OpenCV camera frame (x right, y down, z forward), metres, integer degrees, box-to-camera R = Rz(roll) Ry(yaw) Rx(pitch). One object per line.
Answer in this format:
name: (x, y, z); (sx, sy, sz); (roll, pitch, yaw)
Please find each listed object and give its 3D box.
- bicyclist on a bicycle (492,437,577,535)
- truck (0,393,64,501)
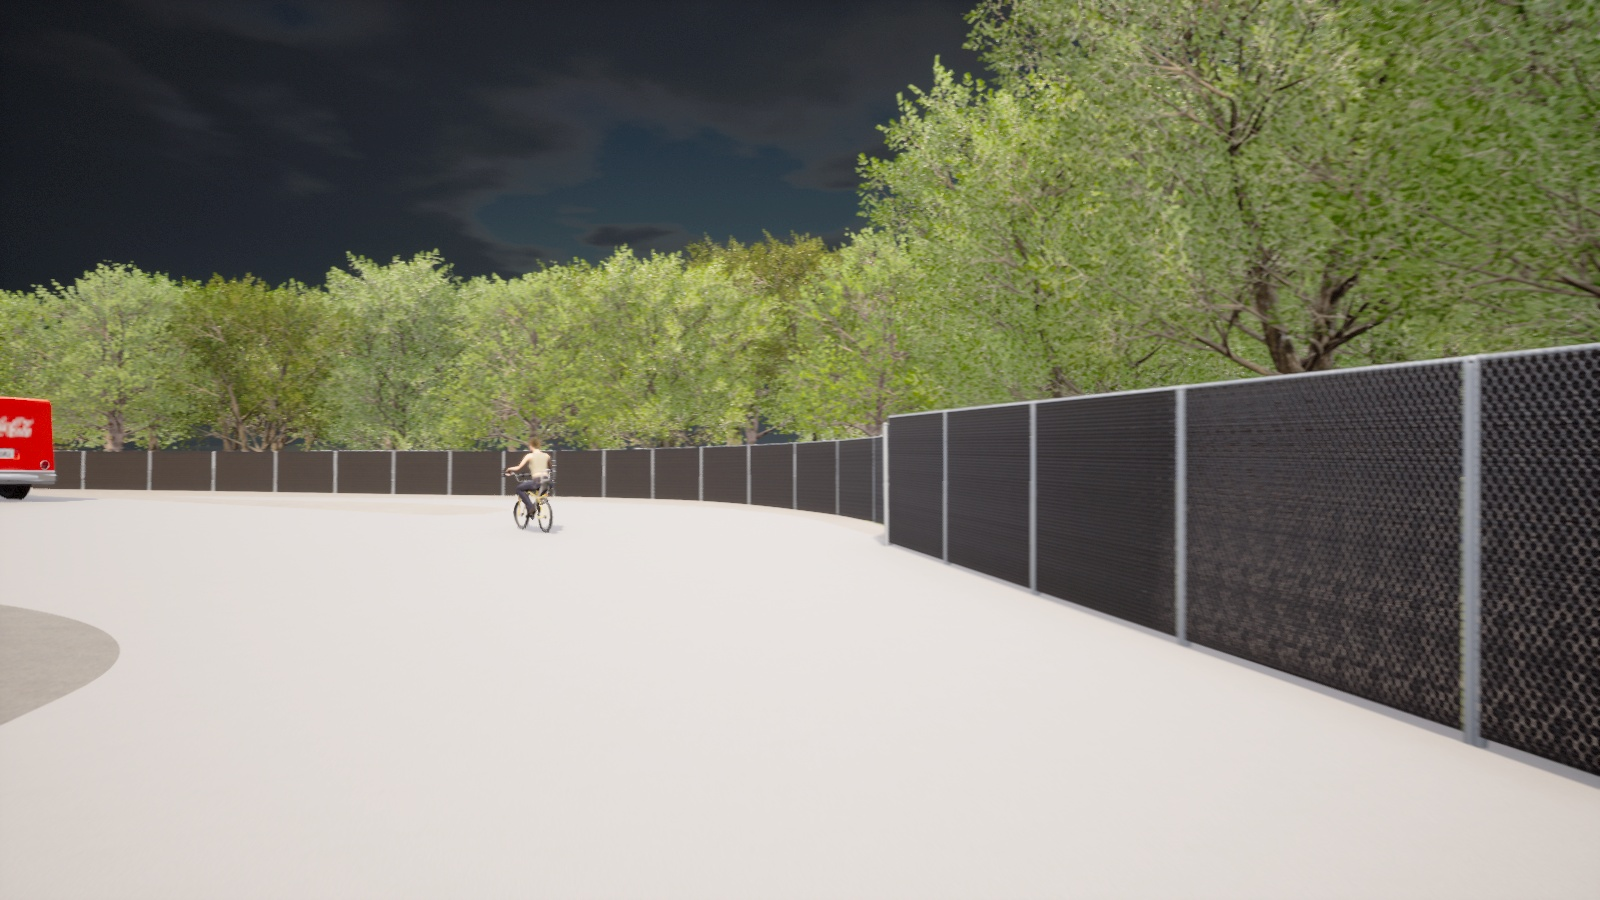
bicyclist on a bicycle: (-4.544, 0.584, 21.443); (0.866, 1.612, 1.509); (-1, 0, -36)
truck: (-20.617, -0.095, 30.043); (5.204, 2.467, 2.627); (1, -1, 25)
